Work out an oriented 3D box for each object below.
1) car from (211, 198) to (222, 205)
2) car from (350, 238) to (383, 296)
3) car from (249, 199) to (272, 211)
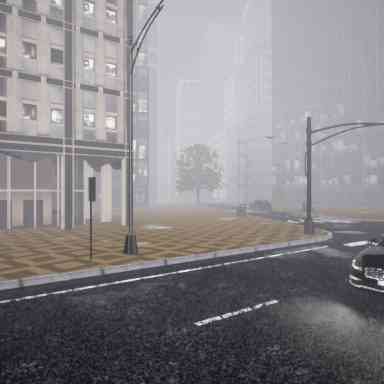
[{"bbox_3d":[5.286,2.002,72.077,1.812,1.442,4.674,0,0,-8],"label":"car"},{"bbox_3d":[5.624,1.504,7.832,4.892,1.490,1.837,0,0,-36],"label":"car"},{"bbox_3d":[9.104,1.759,44.573,1.837,1.490,4.892,0,0,-8],"label":"car"}]
